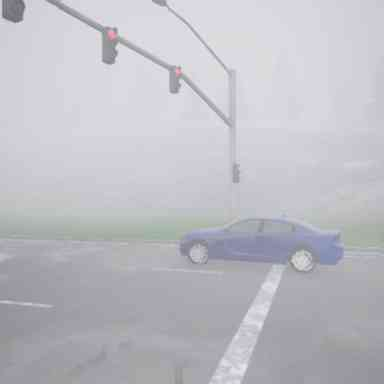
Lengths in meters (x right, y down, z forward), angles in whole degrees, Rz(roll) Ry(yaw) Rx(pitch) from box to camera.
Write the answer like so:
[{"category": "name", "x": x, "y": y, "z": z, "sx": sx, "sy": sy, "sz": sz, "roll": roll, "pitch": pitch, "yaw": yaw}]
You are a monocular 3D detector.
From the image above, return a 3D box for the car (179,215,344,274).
[{"category": "car", "x": 2.025, "y": 1.471, "z": 10.451, "sx": 5.008, "sy": 1.535, "sz": 1.882, "roll": 0, "pitch": -1, "yaw": 21}]
